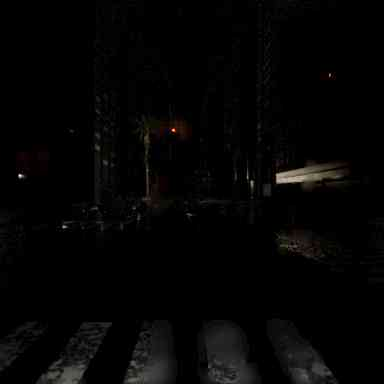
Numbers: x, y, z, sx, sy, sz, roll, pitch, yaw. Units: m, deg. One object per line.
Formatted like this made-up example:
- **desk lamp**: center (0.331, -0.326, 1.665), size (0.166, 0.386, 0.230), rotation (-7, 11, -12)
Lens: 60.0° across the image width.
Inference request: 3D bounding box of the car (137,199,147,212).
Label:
- **car**: center (-6.539, 1.588, 40.006), size (2.128, 1.511, 4.902), rotation (0, 0, 0)

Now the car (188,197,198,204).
- **car**: center (0.210, 1.787, 69.897), size (1.994, 1.385, 4.181), rotation (0, 0, 0)

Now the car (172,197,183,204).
- **car**: center (-3.040, 1.787, 69.877), size (1.994, 1.385, 4.181), rotation (0, 0, 0)

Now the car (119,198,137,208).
- **car**: center (-9.756, 1.704, 51.190), size (1.994, 1.385, 4.181), rotation (0, 0, 0)

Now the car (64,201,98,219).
- **car**: center (-9.802, 1.542, 29.928), size (1.882, 1.535, 5.008), rotation (0, 0, 0)

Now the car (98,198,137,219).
- **car**: center (-6.556, 1.541, 29.665), size (1.882, 1.535, 5.008), rotation (0, 0, 0)

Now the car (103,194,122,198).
- **car**: center (-9.791, 1.320, 40.651), size (2.150, 2.045, 5.566), rotation (0, 0, 0)

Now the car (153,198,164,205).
- **car**: center (-6.400, 1.827, 63.777), size (1.895, 1.301, 4.718), rotation (0, 0, 0)
